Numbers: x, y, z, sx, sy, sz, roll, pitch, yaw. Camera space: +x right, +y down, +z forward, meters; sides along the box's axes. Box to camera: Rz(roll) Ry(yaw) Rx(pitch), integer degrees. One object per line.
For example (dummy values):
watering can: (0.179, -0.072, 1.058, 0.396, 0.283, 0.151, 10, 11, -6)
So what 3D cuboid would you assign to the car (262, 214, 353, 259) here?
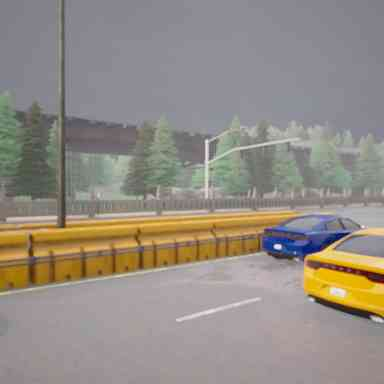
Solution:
car: (4.558, 1.489, 11.308, 5.008, 1.535, 1.882, 0, 0, -36)

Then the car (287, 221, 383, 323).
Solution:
car: (4.404, 1.485, 6.890, 5.008, 1.535, 1.882, 0, 0, -36)
